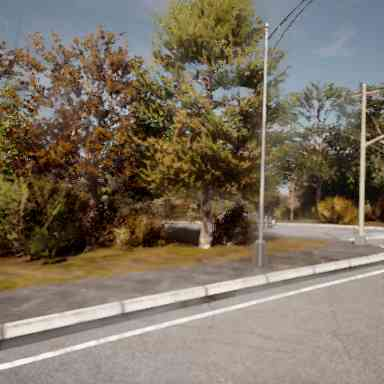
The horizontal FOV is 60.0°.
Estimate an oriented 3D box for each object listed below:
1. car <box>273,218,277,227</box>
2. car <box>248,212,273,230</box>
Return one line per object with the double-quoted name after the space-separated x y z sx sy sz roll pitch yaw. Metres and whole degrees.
5.634 2.610 31.131 2.128 1.511 4.902 3 -5 -39 "car"
3.932 2.375 27.675 1.882 1.535 5.008 3 -4 -39 "car"
